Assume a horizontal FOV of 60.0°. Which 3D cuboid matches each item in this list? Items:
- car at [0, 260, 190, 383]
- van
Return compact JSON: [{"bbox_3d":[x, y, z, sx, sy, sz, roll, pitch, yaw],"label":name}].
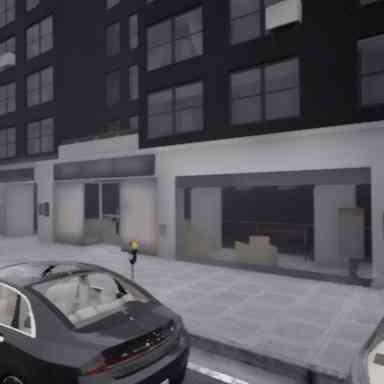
[{"bbox_3d":[-2.076,1.589,4.295,4.403,1.369,2.008,-1,0,36],"label":"car"},{"bbox_3d":[2.543,1.326,0.995,3.998,1.788,1.690,-1,0,36],"label":"van"}]
